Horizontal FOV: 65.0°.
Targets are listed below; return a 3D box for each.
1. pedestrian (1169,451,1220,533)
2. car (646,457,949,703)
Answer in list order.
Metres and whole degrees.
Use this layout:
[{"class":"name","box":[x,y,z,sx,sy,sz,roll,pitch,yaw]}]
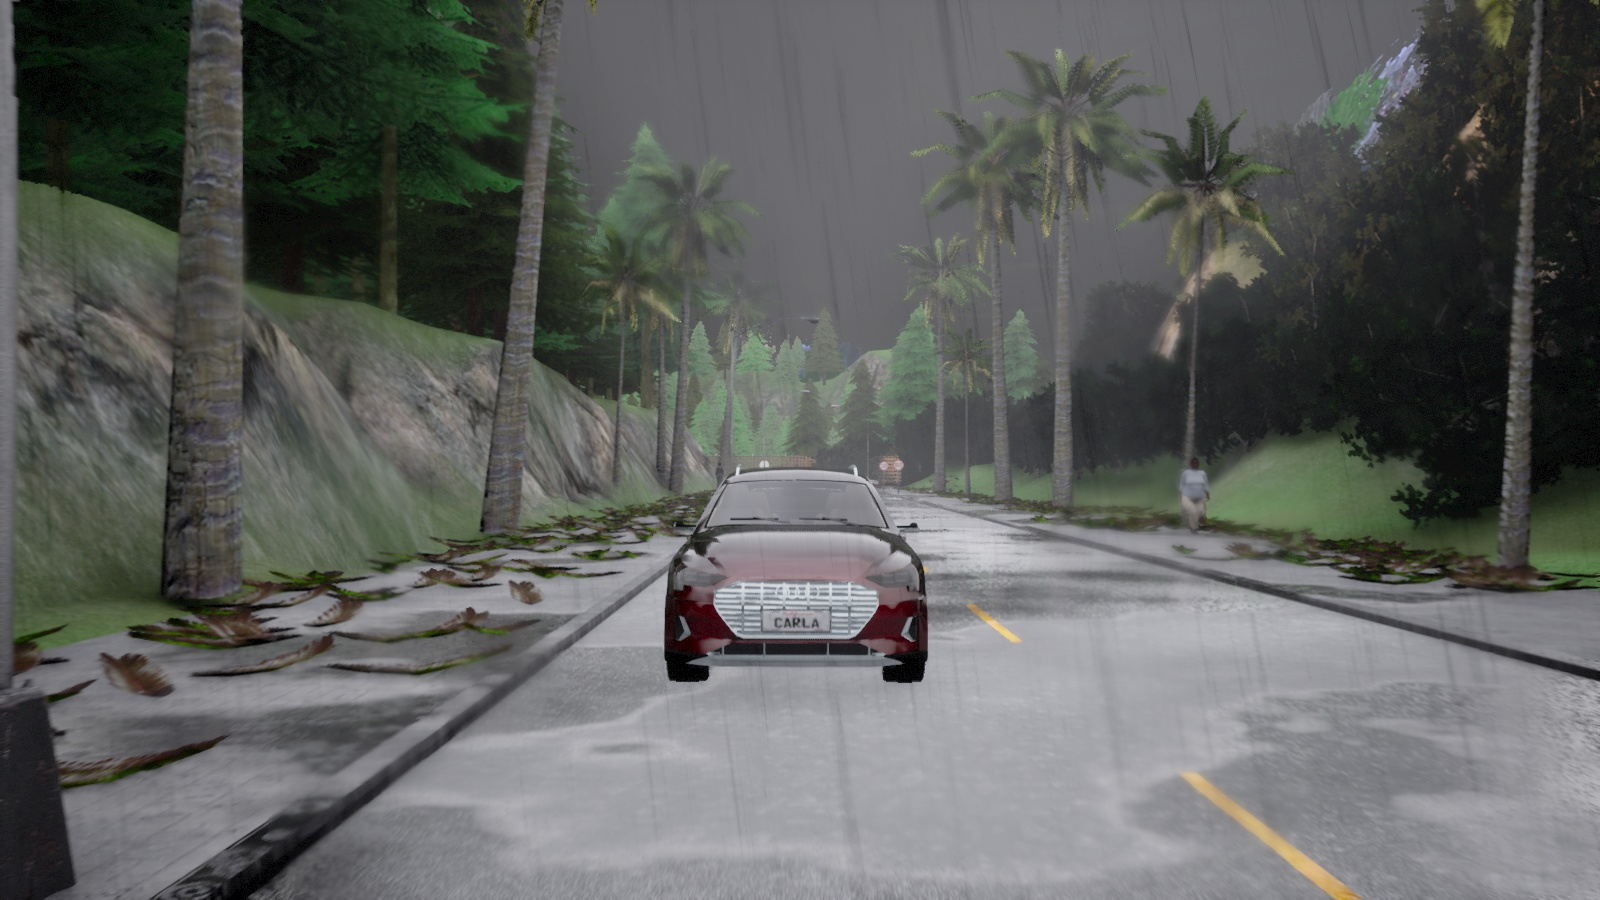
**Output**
[{"class":"pedestrian","box":[9.038,0.961,28.822,0.874,1.855,0.900,0,-1,0]},{"class":"car","box":[-0.023,0.928,10.893,2.033,1.649,4.856,0,-1,0]}]
